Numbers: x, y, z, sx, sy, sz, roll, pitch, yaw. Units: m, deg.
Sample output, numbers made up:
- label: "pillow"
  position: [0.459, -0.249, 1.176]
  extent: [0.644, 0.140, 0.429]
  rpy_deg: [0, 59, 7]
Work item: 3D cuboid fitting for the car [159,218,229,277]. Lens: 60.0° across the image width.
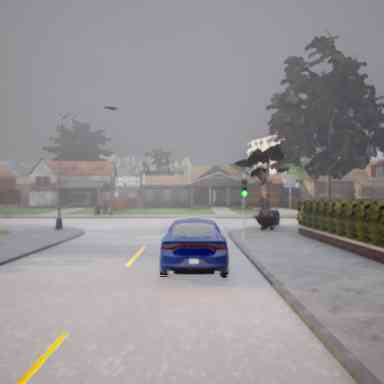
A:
- label: "car"
  position: [0.066, 1.583, 10.666]
  extent: [1.882, 1.535, 5.008]
  rpy_deg: [0, -1, 0]
